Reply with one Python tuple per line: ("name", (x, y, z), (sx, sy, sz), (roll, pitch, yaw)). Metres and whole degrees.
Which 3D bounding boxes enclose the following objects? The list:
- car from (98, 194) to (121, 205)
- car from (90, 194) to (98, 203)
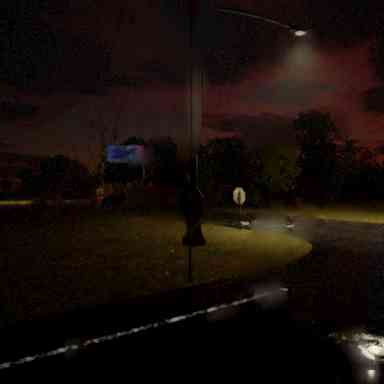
("car", (-13.463, 1.126, 55.360), (2.097, 1.767, 4.553), (0, 0, -34))
("car", (-16.931, 1.114, 60.447), (2.097, 1.767, 4.553), (0, 0, -34))
